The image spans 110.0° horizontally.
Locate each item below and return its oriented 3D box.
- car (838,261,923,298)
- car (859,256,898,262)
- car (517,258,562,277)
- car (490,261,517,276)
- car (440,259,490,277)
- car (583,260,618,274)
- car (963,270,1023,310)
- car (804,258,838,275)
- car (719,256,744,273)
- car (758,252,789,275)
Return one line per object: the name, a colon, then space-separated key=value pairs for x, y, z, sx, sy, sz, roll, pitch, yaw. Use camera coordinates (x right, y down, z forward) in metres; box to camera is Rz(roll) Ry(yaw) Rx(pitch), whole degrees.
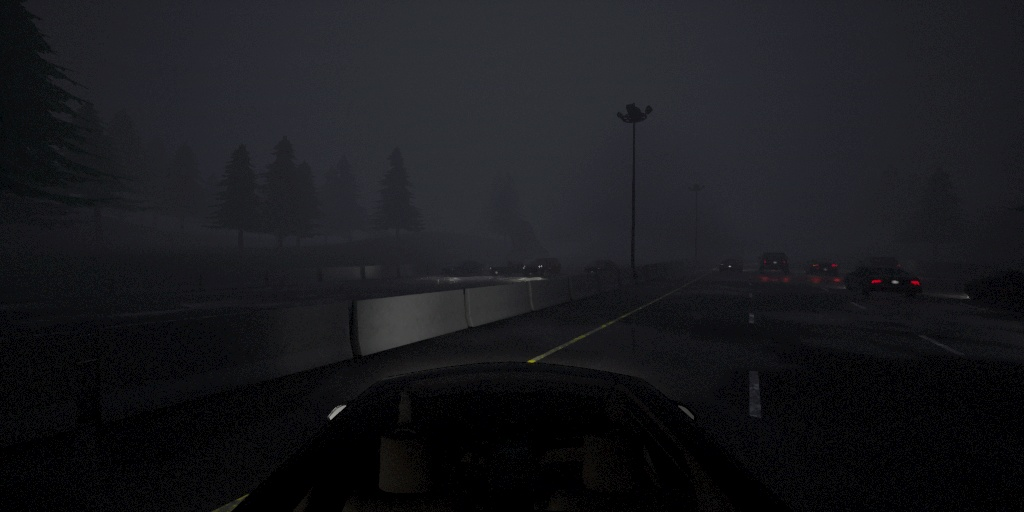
car: x=18.411 y=1.195 z=18.003 sx=2.033 sy=1.411 sz=5.357 roll=0 pitch=1 yaw=33
car: x=30.456 y=0.778 z=29.858 sx=2.097 sy=1.767 sz=4.553 roll=0 pitch=1 yaw=34
car: x=2.821 y=0.944 z=32.797 sx=2.097 sy=1.767 sz=4.553 roll=0 pitch=1 yaw=34
car: x=-0.201 y=1.193 z=34.577 sx=1.895 sy=1.301 sz=4.718 roll=0 pitch=1 yaw=34
car: x=-4.666 y=1.098 z=34.193 sx=1.882 sy=1.535 sz=5.008 roll=0 pitch=1 yaw=34
car: x=8.896 y=1.070 z=35.545 sx=2.033 sy=1.411 sz=5.357 roll=0 pitch=1 yaw=34
car: x=19.671 y=1.225 z=13.567 sx=2.033 sy=1.411 sz=5.357 roll=0 pitch=1 yaw=34
car: x=27.975 y=0.934 z=32.443 sx=1.812 sy=1.442 sz=4.674 roll=0 pitch=1 yaw=34
car: x=22.463 y=0.956 z=36.808 sx=1.994 sy=1.385 sz=4.181 roll=0 pitch=1 yaw=34
car: x=24.993 y=0.629 z=34.286 sx=2.150 sy=2.045 sz=5.566 roll=0 pitch=1 yaw=33
